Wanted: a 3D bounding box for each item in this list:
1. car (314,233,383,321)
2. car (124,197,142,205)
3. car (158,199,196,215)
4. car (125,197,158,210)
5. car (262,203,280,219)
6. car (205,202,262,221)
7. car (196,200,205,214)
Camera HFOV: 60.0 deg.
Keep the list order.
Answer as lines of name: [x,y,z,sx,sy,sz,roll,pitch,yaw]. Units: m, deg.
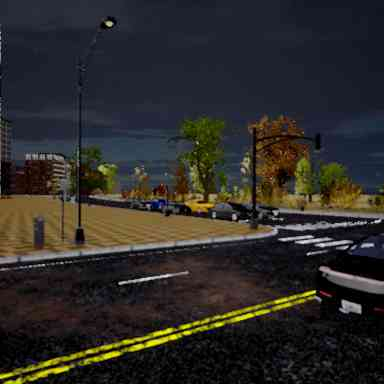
car: [4.413,1.533,6.393,4.902,1.511,2.128,0,0,-34]
car: [-12.297,1.829,68.655,2.033,1.411,5.357,0,0,-29]
car: [-1.745,1.761,37.472,1.994,1.385,4.181,0,0,-32]
car: [-7.076,1.713,46.251,2.128,1.511,4.902,0,0,-31]
car: [6.022,1.669,31.106,2.128,1.511,4.902,0,0,-32]
car: [3.476,1.675,29.044,1.837,1.490,4.892,0,0,-32]
car: [0.785,1.682,39.570,1.882,1.535,5.008,0,0,-32]
